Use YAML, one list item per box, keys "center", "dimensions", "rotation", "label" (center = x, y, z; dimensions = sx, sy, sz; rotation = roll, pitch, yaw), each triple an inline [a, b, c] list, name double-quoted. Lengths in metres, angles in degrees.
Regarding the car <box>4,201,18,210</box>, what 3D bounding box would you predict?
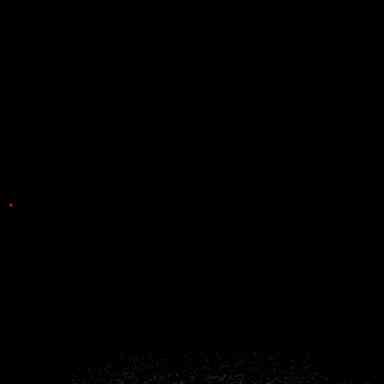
- center: [-33.516, 2.418, 61.764]
  dimensions: [1.837, 1.490, 4.892]
  rotation: [-1, 1, -17]
  label: "car"
